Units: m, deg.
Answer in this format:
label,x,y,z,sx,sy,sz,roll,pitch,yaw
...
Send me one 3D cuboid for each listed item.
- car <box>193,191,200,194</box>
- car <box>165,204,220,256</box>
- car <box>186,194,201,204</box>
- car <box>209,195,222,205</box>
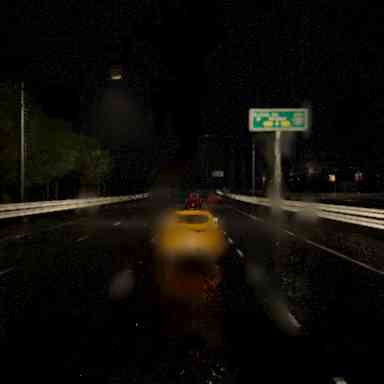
label,x,y,z,sx,sy,sz,roll,pitch,yaw
car,0.553,1.138,72.656,1.882,1.535,5.008,0,1,1
car,0.017,1.461,13.018,1.882,1.535,5.008,0,0,0
car,0.190,1.368,42.669,1.882,1.535,5.008,0,0,1
car,3.930,1.286,56.053,1.882,1.535,5.008,0,1,1
